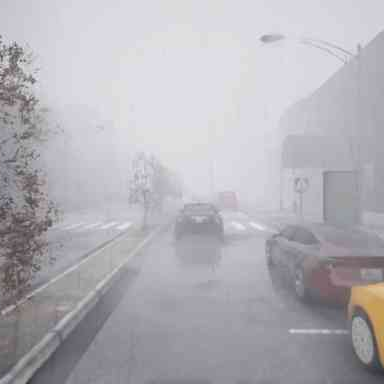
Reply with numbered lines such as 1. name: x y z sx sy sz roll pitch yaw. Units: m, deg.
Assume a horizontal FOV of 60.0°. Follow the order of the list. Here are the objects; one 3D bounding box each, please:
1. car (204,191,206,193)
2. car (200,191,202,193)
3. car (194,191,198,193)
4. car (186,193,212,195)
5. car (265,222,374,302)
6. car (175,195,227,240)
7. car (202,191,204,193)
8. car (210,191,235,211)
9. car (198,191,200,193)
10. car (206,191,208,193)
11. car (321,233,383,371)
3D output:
1. car: 3.854 0.908 63.705 2.163 1.488 4.792 0 1 -1
2. car: 3.515 0.786 74.831 2.163 1.488 4.792 0 1 -2
3. car: 2.439 0.563 91.440 2.231 1.521 4.892 0 1 -4
4. car: 0.664 1.180 34.335 2.128 1.511 4.902 0 1 1
5. car: 3.133 1.443 8.096 2.163 1.488 4.792 0 1 1
6. car: 0.341 1.211 16.222 2.097 1.767 4.553 0 1 1
7. car: 3.712 0.858 69.231 2.002 1.452 4.674 0 1 -2
8. car: 3.740 0.979 41.300 2.185 1.767 4.553 0 1 1
9. car: 3.229 0.568 80.322 2.185 1.767 4.553 0 1 -3
10. car: 3.927 0.967 58.020 2.163 1.488 4.792 0 1 0
11. car: 3.057 1.461 2.597 2.097 1.535 5.008 0 0 0
